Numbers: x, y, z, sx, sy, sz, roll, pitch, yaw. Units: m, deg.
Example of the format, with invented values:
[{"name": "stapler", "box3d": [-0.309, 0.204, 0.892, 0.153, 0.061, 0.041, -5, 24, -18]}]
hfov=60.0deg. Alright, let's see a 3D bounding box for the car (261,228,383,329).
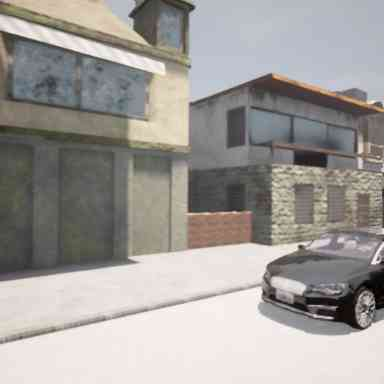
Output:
[{"name": "car", "box3d": [3.598, 1.572, 7.166, 4.902, 1.511, 2.128, 1, 0, -35]}]
